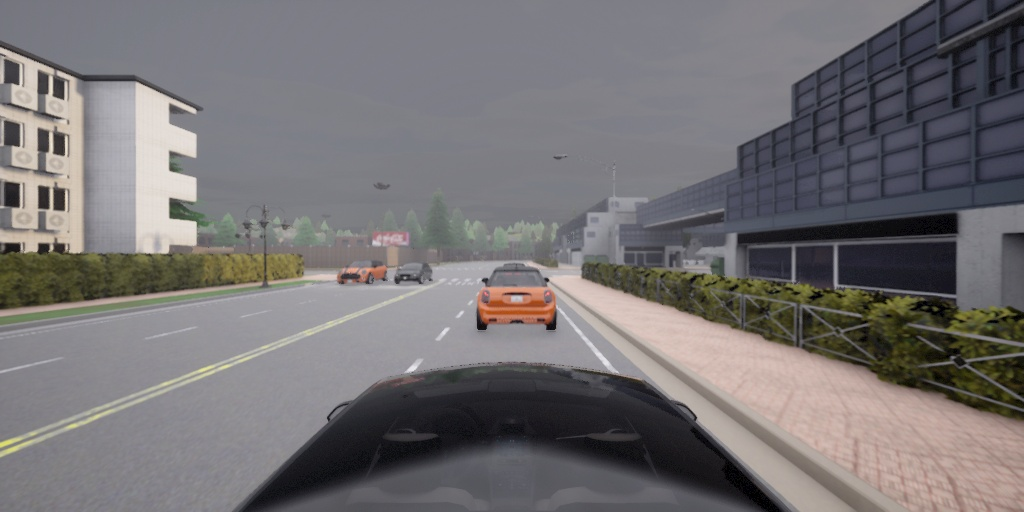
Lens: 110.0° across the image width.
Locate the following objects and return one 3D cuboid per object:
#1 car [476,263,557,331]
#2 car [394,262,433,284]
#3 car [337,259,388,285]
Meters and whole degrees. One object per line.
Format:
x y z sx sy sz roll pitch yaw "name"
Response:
0.114 1.078 11.048 2.097 1.767 4.553 0 0 0 "car"
-7.006 1.199 25.934 1.837 1.490 4.892 0 0 0 "car"
-10.510 1.040 25.498 2.097 1.767 4.553 0 0 0 "car"
